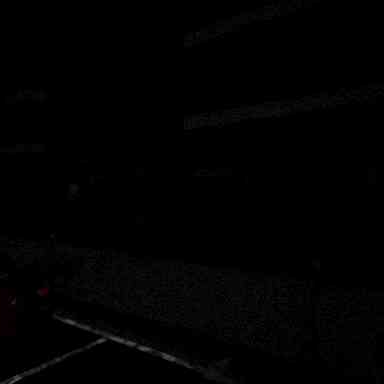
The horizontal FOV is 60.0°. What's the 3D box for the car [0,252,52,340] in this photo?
[{"bbox_3d":[-4.078,1.641,5.723,4.206,1.307,1.802,-1,0,36],"label":"car"}]
